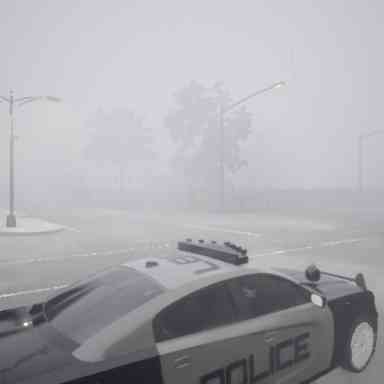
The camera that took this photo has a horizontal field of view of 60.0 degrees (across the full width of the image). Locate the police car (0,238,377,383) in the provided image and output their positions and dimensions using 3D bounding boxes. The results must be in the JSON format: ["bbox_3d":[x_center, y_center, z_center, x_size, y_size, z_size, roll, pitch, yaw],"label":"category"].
[{"bbox_3d":[0.346,1.425,3.988,5.238,1.638,1.930,0,0,-35],"label":"police car"}]
